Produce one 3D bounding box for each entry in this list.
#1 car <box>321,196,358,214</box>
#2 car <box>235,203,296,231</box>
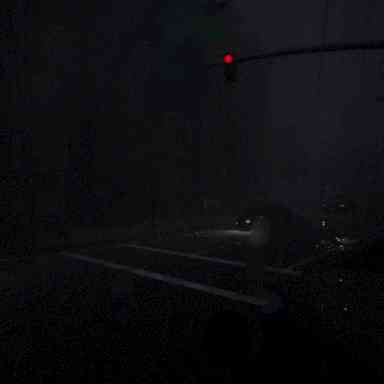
[{"bbox_3d":[12.830,1.064,28.711,1.812,1.442,4.674,-1,1,41],"label":"car"},{"bbox_3d":[4.269,1.336,19.099,1.994,1.385,4.181,-1,1,42],"label":"car"}]
